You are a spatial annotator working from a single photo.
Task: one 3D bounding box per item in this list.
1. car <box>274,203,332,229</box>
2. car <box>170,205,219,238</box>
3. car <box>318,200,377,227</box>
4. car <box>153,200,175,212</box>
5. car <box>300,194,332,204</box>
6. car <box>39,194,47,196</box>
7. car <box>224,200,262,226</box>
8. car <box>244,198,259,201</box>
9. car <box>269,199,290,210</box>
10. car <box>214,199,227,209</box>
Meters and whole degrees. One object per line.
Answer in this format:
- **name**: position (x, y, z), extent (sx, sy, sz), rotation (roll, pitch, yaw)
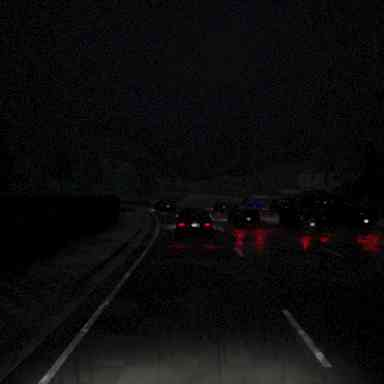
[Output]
- **car**: position (7.109, 1.606, 21.841), extent (1.895, 1.301, 4.718), rotation (0, 0, 0)
- **car**: position (0.107, 1.552, 17.546), extent (2.033, 1.411, 5.357), rotation (0, 0, 0)
- **car**: position (10.609, 1.510, 22.672), extent (1.837, 1.490, 4.892), rotation (0, 0, 0)
- **car**: position (-3.260, 1.573, 39.049), extent (1.994, 1.385, 4.181), rotation (0, 0, -17)
- **car**: position (14.103, 1.230, 37.990), extent (2.150, 2.045, 5.566), rotation (0, 0, 0)
- **car**: position (-38.948, 1.370, 86.369), extent (4.553, 1.767, 2.097), rotation (0, 0, 40)
- **car**: position (3.609, 1.531, 23.525), extent (1.812, 1.442, 4.674), rotation (0, 0, 0)
- **car**: position (7.115, 1.487, 40.383), extent (1.882, 1.535, 5.008), rotation (0, 0, 0)
- **car**: position (10.616, 1.535, 39.864), extent (1.812, 1.442, 4.674), rotation (0, 0, 0)
- **car**: position (3.616, 1.535, 39.876), extent (1.812, 1.442, 4.674), rotation (0, 0, 0)
